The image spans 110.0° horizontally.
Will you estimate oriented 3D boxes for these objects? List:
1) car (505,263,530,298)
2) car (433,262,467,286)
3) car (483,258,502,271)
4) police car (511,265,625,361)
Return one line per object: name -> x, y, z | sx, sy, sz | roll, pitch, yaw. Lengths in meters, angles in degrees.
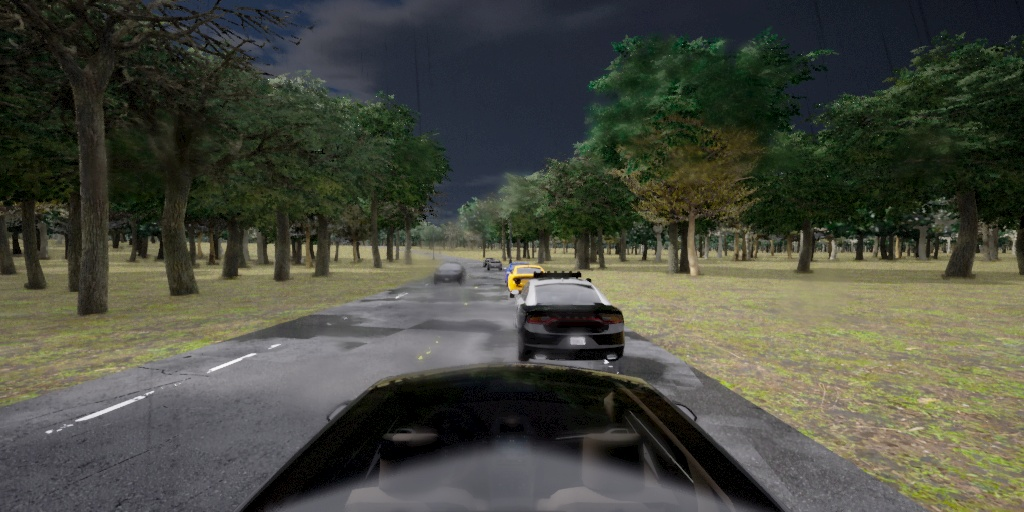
car -> 0.776, 1.203, 18.338 | 1.882, 1.535, 5.008 | 0, 0, -2
car -> -4.228, 1.189, 24.999 | 1.882, 1.535, 5.008 | 0, 0, -3
car -> -2.352, 1.117, 47.493 | 2.128, 1.511, 4.902 | 0, 0, -6
police car -> 1.032, 1.169, 8.382 | 1.930, 1.638, 5.238 | 0, 0, -1
